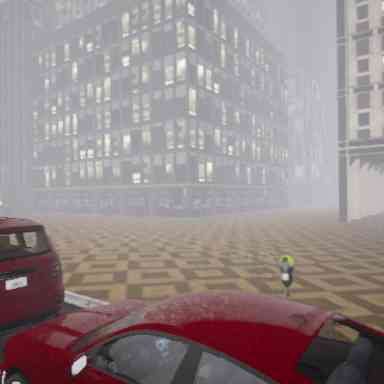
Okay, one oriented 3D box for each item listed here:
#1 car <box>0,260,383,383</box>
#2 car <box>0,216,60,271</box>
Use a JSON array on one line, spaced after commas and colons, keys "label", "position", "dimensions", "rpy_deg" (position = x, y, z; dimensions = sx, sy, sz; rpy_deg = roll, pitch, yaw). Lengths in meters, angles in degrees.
[{"label": "car", "position": [0.137, 1.555, 2.781], "dimensions": [4.507, 1.381, 1.887], "rpy_deg": [-1, -1, 36]}, {"label": "car", "position": [-4.374, 1.365, 6.000], "dimensions": [5.009, 1.841, 2.192], "rpy_deg": [-1, -1, 36]}]
